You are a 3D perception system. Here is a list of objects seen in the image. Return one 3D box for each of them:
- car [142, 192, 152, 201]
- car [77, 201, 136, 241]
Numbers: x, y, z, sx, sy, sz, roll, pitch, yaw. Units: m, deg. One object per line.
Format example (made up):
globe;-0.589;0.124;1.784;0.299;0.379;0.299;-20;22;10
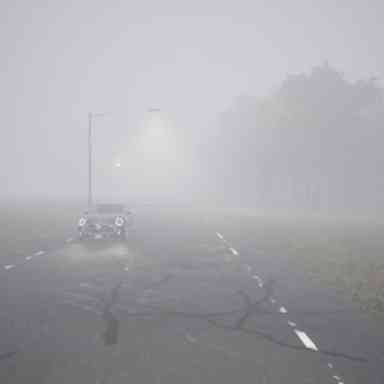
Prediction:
car;-7.967;0.838;58.827;2.128;1.511;4.902;0;1;-8
car;-4.001;1.259;16.186;2.097;1.767;4.553;0;1;-3
